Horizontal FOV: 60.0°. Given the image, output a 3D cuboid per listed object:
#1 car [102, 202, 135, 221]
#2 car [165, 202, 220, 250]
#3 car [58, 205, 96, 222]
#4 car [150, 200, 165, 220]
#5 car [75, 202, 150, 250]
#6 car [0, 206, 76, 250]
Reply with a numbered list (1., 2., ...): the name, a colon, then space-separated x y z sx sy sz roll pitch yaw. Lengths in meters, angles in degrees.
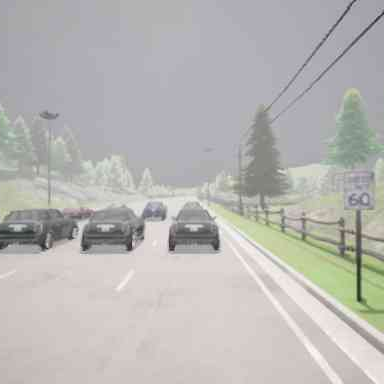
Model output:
1. car: -6.930 1.812 32.048 2.128 1.511 4.902 0 -1 0
2. car: 0.084 1.502 15.284 2.097 1.767 4.553 0 -1 0
3. car: -10.429 1.910 30.492 1.895 1.301 4.718 0 -1 0
4. car: -3.431 1.667 31.805 2.097 1.767 4.553 0 -1 0
5. car: -3.417 1.506 15.273 2.097 1.767 4.553 0 -1 0
6. car: -6.915 1.509 15.321 2.097 1.767 4.553 0 -1 0
